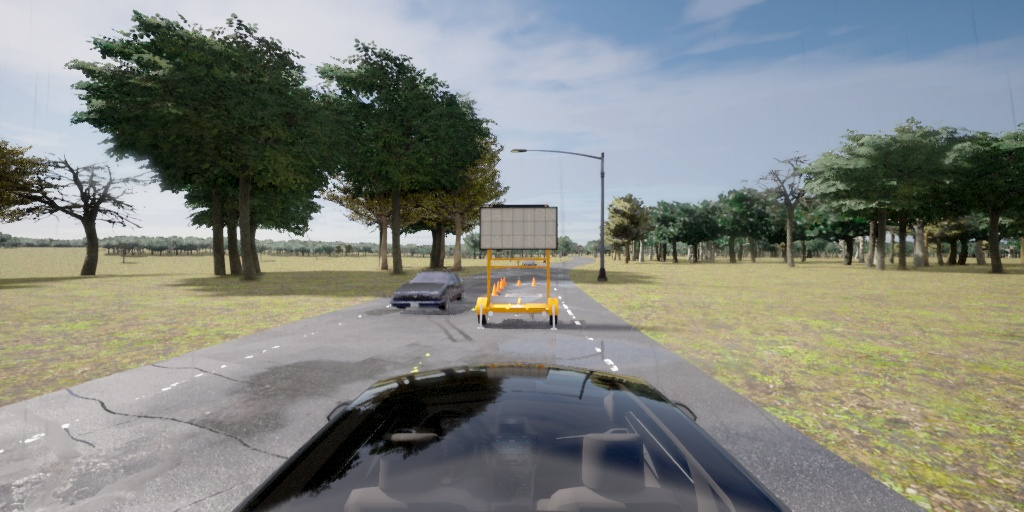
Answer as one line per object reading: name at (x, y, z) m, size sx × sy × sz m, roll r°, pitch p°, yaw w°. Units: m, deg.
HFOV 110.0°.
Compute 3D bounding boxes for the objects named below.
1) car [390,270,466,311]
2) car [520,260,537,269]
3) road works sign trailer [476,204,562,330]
car at (-3.167, 1.297, 14.826) m, size 2.033 × 1.411 × 5.357 m, roll 0°, pitch 0°, yaw 3°
car at (2.673, 1.318, 57.592) m, size 1.812 × 1.442 × 4.674 m, roll 0°, pitch 0°, yaw 12°
road works sign trailer at (0.205, 0.215, 11.159) m, size 2.380 × 3.560 × 2.880 m, roll 0°, pitch 0°, yaw 3°
